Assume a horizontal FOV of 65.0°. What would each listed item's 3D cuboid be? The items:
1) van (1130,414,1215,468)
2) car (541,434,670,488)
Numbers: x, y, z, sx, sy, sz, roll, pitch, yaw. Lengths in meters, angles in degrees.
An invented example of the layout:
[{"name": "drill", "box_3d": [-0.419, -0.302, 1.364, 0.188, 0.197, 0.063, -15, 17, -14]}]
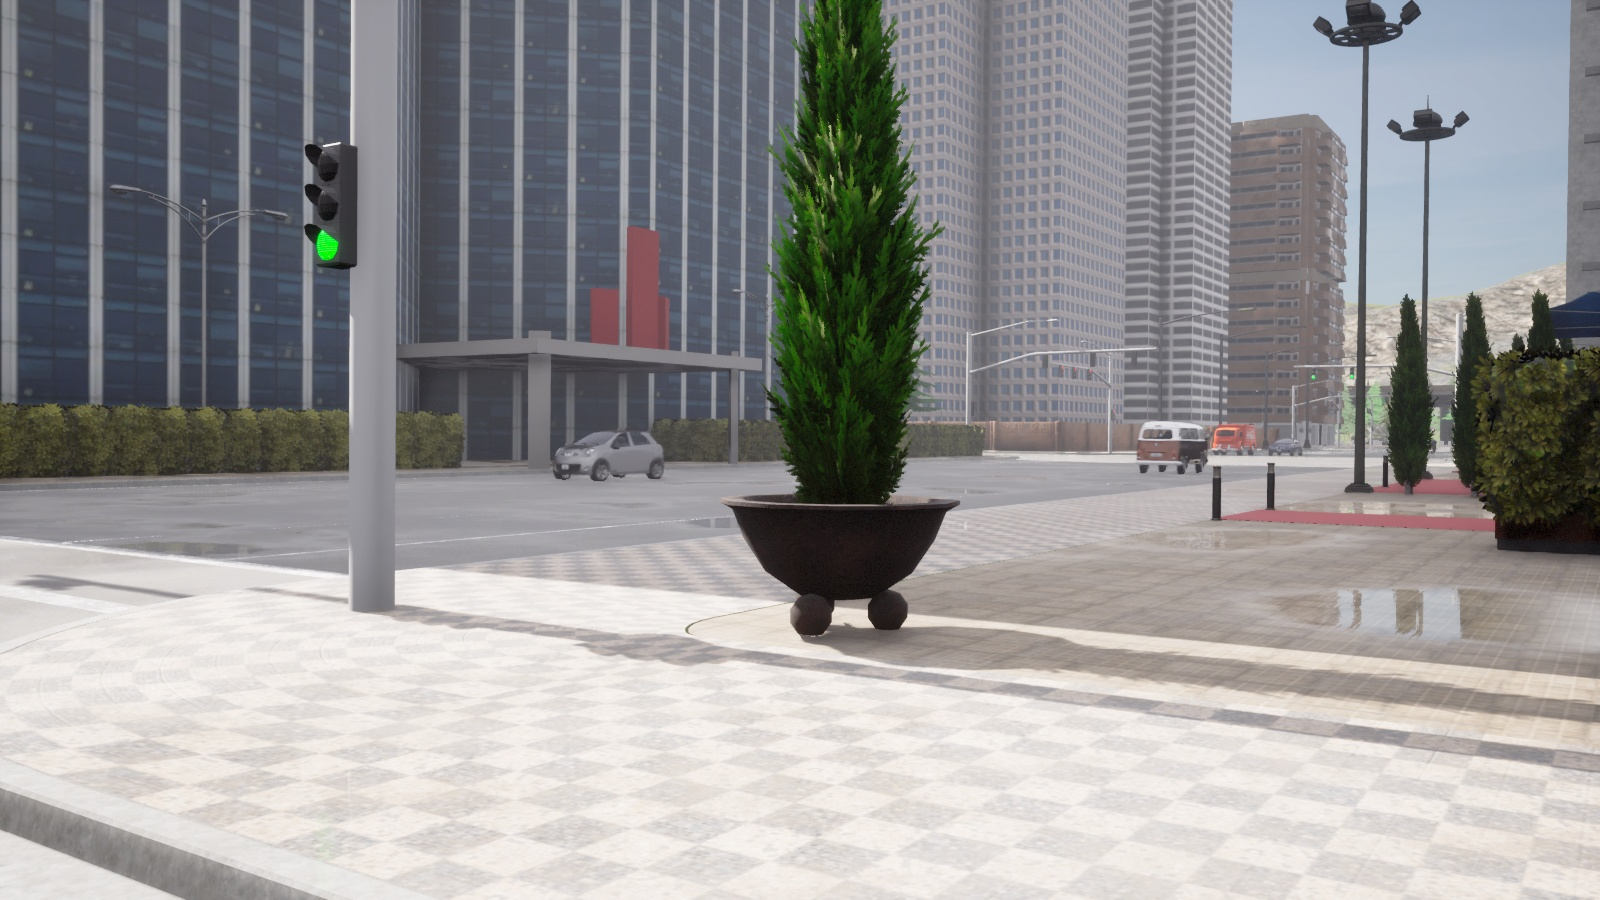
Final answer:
[{"name": "van", "box_3d": [14.876, -0.363, 50.029, 2.069, 2.038, 4.480, 0, 1, 33]}, {"name": "car", "box_3d": [-5.762, 0.285, 37.537, 1.845, 1.501, 3.633, 0, 1, 33]}]
